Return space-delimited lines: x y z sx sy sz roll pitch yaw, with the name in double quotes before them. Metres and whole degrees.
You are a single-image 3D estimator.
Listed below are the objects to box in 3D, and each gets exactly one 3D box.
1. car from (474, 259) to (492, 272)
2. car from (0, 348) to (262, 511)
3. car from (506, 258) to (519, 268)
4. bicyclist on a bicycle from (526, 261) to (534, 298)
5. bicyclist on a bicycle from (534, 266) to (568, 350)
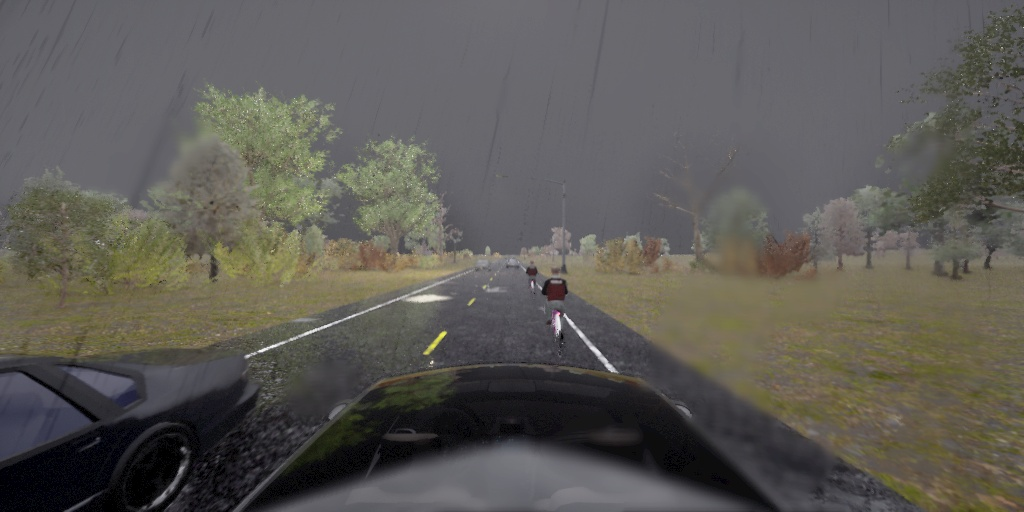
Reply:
"car" -3.586 1.191 44.508 1.837 1.490 4.892 0 0 0
"car" -3.601 1.298 1.431 2.033 1.411 5.357 0 0 0
"car" 0.102 1.229 56.589 1.994 1.385 4.181 0 0 0
"bicyclist on a bicycle" 0.964 1.099 17.374 0.659 1.776 1.843 0 0 0
"bicyclist on a bicycle" 0.963 1.112 8.165 0.659 1.776 1.843 0 0 0
